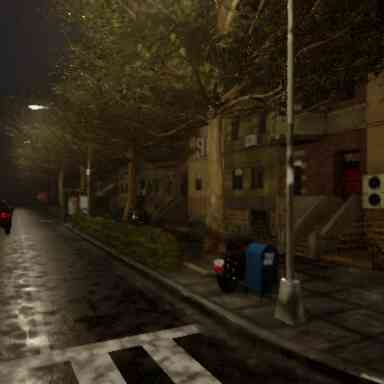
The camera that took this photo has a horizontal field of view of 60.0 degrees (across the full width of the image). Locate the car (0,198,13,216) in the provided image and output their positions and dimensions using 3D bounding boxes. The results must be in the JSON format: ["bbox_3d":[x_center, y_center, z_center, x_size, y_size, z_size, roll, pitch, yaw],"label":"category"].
[{"bbox_3d":[-23.226,1.814,40.803,2.150,2.045,5.566,1,-2,-28],"label":"car"}]

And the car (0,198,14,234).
[{"bbox_3d":[-12.808,1.530,21.344,2.150,2.045,5.566,1,-1,-28],"label":"car"}]

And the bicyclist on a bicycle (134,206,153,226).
[{"bbox_3d":[-2.884,1.664,19.286,1.656,1.620,0.582,1,-1,-28],"label":"bicyclist on a bicycle"}]
